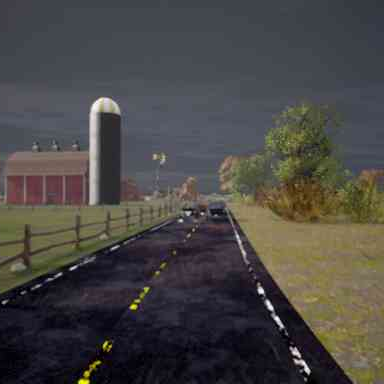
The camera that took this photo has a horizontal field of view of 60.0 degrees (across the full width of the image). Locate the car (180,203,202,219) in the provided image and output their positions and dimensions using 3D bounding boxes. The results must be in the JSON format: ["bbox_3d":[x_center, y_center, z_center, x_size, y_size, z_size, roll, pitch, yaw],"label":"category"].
[{"bbox_3d":[-0.143,1.952,34.909,2.128,1.511,4.902,0,-1,5],"label":"car"}]

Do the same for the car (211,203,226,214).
[{"bbox_3d":[3.670,2.204,46.072,1.994,1.385,4.181,0,-1,5],"label":"car"}]

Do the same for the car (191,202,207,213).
[{"bbox_3d":[1.084,2.259,48.632,1.994,1.385,4.181,0,-1,5],"label":"car"}]

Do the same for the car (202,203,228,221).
[{"bbox_3d":[2.369,1.921,31.984,2.128,1.511,4.902,0,-1,5],"label":"car"}]
